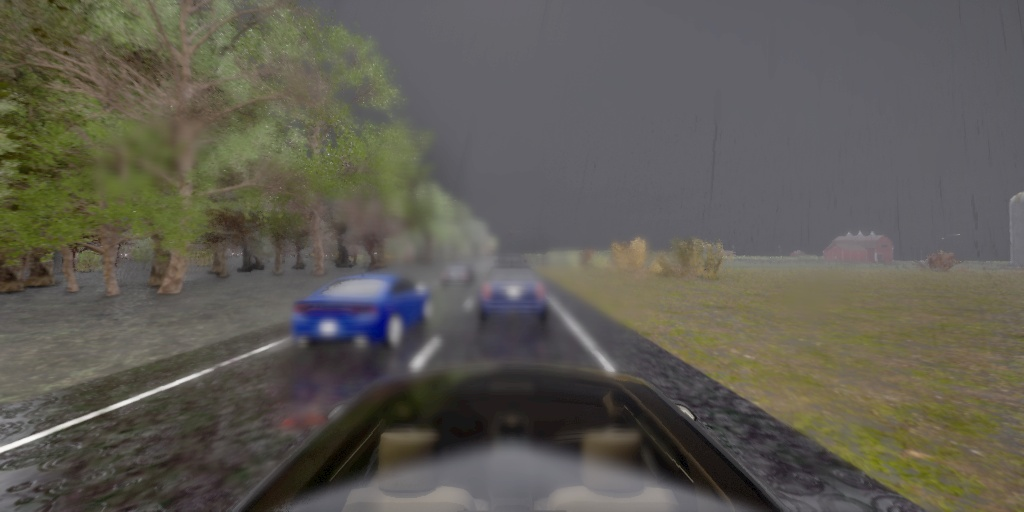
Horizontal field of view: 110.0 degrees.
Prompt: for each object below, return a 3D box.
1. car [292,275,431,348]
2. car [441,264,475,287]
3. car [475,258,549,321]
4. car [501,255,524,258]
[{"bbox_3d":[-3.454,1.214,9.275,1.882,1.535,5.008,0,0,1],"label":"car"},{"bbox_3d":[-3.455,1.255,24.282,2.033,1.411,5.357,0,0,0],"label":"car"},{"bbox_3d":[0.069,1.082,12.560,2.097,1.767,4.553,0,0,0],"label":"car"},{"bbox_3d":[0.068,0.925,27.000,2.150,2.045,5.566,0,0,0],"label":"car"}]
